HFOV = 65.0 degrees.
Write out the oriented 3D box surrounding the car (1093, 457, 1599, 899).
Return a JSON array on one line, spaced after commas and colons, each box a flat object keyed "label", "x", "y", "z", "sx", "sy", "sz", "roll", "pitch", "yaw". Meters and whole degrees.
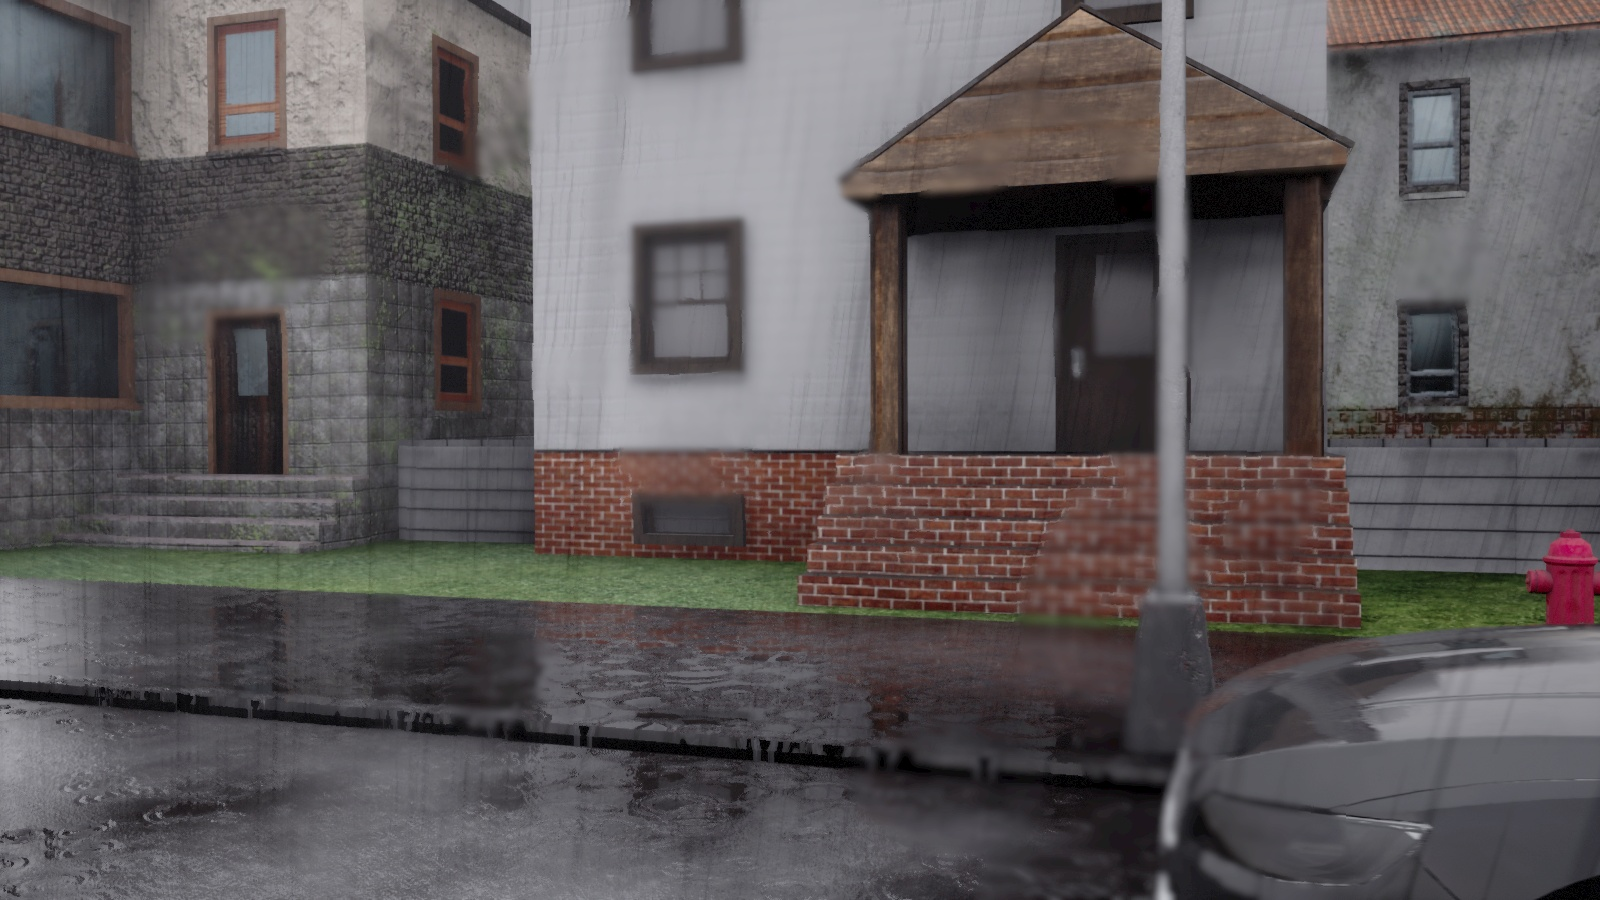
[{"label": "car", "x": 3.204, "y": 0.801, "z": 2.643, "sx": 4.892, "sy": 1.490, "sz": 1.837, "roll": 1, "pitch": 1, "yaw": 18}]
